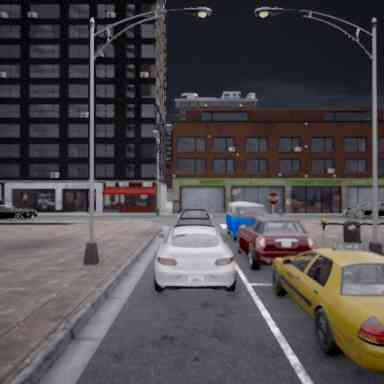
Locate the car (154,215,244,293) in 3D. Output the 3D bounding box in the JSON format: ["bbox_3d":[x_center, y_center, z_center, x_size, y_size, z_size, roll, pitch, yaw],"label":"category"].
[{"bbox_3d":[0.052,1.569,8.877,1.812,1.442,4.674,0,0,-1],"label":"car"}]

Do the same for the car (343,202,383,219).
[{"bbox_3d":[16.252,1.625,30.067,4.902,1.511,2.128,0,-1,0],"label":"car"}]

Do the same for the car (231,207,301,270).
[{"bbox_3d":[2.638,1.495,11.200,1.967,1.590,4.097,0,0,0],"label":"car"}]

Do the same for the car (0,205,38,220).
[{"bbox_3d":[-15.208,1.709,27.160,4.718,1.301,1.895,0,-1,0],"label":"car"}]

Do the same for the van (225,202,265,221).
[{"bbox_3d":[2.637,1.424,16.676,1.690,1.788,3.998,0,0,0],"label":"van"}]

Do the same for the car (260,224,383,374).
[{"bbox_3d":[2.639,1.554,5.896,1.752,1.417,4.829,0,0,0],"label":"car"}]

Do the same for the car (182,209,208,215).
[{"bbox_3d":[0.159,1.639,18.427,2.033,1.411,5.357,0,0,1],"label":"car"}]
